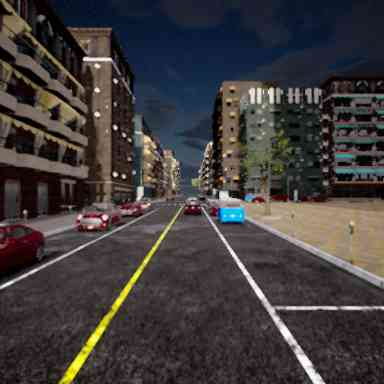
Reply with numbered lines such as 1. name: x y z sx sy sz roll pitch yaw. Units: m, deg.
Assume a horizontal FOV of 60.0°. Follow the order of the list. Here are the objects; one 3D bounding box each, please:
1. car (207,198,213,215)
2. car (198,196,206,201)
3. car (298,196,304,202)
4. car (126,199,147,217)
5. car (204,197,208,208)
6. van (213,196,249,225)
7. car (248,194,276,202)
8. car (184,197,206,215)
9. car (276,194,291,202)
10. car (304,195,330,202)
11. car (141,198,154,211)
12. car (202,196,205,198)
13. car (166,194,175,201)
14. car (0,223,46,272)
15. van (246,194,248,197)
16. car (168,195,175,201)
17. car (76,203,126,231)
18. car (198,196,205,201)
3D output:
1. car: 2.786 1.573 32.518 1.887 1.381 4.507 1 0 0
2. car: 2.704 1.649 86.712 1.947 1.339 4.313 1 0 0
3. car: 24.823 1.471 73.450 4.507 1.381 1.887 0 0 0
4. car: -5.757 1.610 31.809 1.802 1.307 4.206 1 0 0
5. car: 2.832 1.589 42.949 2.008 1.369 4.403 1 0 0
6. van: 2.733 1.362 24.058 1.690 1.788 3.998 1 0 0
7. car: 13.706 1.463 65.150 4.206 1.307 1.802 0 0 0
8. car: 0.103 1.578 34.881 2.033 1.411 5.357 0 0 0
9. car: 19.294 1.284 73.492 5.009 1.841 2.192 0 0 0
10. car: 24.760 1.237 65.071 4.097 1.590 1.967 0 0 0
11. car: -5.805 1.476 40.714 1.967 1.590 4.097 1 0 0
12. car: 2.832 1.594 48.519 2.008 1.369 4.403 1 0 0
13. car: -5.672 1.398 86.752 2.192 1.841 5.009 1 0 0
14. car: -5.679 1.590 9.531 1.802 1.307 4.206 1 0 0
15. van: 13.767 1.352 73.531 3.998 1.788 1.690 0 0 0
16. car: -5.675 1.634 92.323 1.887 1.381 4.507 1 0 0
17. car: -5.681 1.458 20.671 1.967 1.590 4.097 1 0 0
18. car: 2.704 1.671 92.282 1.802 1.307 4.206 1 0 0
